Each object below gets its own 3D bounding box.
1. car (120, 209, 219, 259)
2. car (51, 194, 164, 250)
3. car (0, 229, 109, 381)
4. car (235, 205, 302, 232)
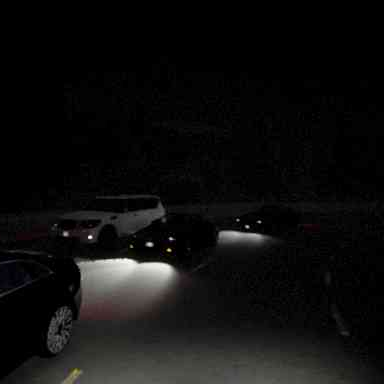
[{"bbox_3d":[-0.509,1.501,12.511,1.994,1.385,4.181,1,0,26],"label":"car"},{"bbox_3d":[-3.195,1.125,14.140,2.150,2.045,5.566,1,0,27],"label":"car"},{"bbox_3d":[-2.907,1.448,3.294,2.128,1.511,4.902,0,0,10],"label":"car"},{"bbox_3d":[4.776,1.502,20.024,2.033,1.411,5.357,1,0,42],"label":"car"}]
